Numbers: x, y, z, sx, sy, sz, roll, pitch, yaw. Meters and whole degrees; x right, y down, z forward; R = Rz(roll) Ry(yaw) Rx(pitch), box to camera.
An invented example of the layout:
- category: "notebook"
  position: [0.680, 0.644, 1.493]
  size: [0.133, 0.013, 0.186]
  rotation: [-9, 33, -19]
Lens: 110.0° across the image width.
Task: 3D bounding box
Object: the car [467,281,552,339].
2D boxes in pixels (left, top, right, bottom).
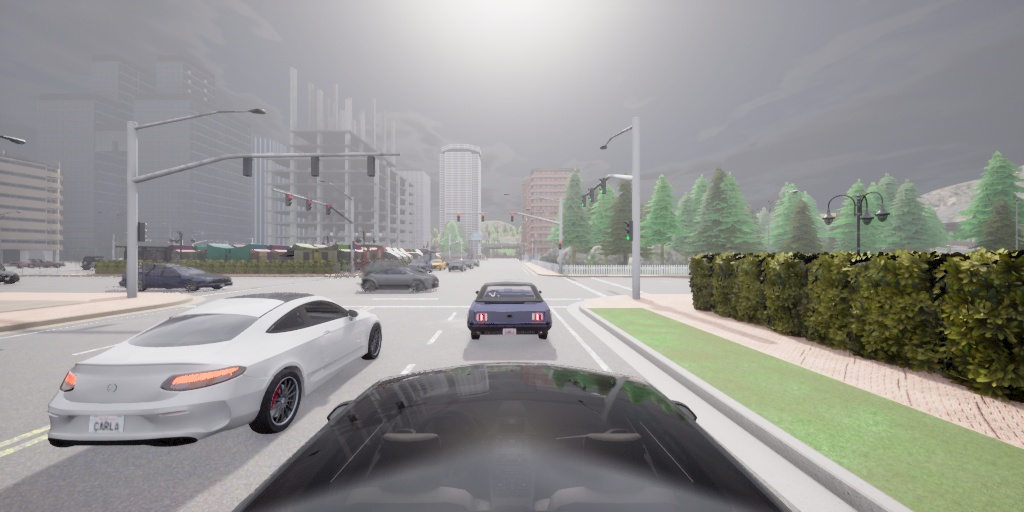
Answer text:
- category: "car"
  position: [-0.092, 1.351, 9.984]
  size: [1.895, 1.301, 4.718]
  rotation: [0, 0, -1]

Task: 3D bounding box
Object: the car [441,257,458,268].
- category: "car"
  position: [-10.549, 1.102, 60.606]
  size: [2.097, 1.767, 4.553]
  rotation: [0, 0, 0]

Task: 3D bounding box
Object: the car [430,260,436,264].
- category: "car"
  position: [-10.727, 1.102, 41.572]
  size: [2.097, 1.767, 4.553]
  rotation: [0, 0, 3]

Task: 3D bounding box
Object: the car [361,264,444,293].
- category: "car"
  position: [-6.294, 1.315, 20.331]
  size: [4.181, 1.385, 1.994]
  rotation: [0, 0, 2]

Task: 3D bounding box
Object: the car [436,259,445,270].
- category: "car"
  position: [-10.582, 1.228, 50.536]
  size: [1.882, 1.535, 5.008]
  rotation: [0, 0, 0]

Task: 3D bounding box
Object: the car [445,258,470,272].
- category: "car"
  position: [-7.090, 1.255, 46.914]
  size: [1.837, 1.490, 4.892]
  rotation: [0, 0, 0]

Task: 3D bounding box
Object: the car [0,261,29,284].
- category: "car"
  position: [-37.011, 1.249, 24.654]
  size: [4.892, 1.490, 1.837]
  rotation: [2, 0, 2]

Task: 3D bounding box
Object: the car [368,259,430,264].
- category: "car"
  position: [-8.948, 1.102, 27.190]
  size: [4.553, 1.767, 2.097]
  rotation: [0, 0, -32]

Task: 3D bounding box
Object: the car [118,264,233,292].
- category: "car"
  position: [-19.304, 1.297, 20.678]
  size: [5.357, 1.411, 2.033]
  rotation: [0, 0, 2]

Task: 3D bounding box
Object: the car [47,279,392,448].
- category: "car"
  position: [-3.507, 1.276, 5.376]
  size: [1.812, 1.442, 4.674]
  rotation: [0, 0, -1]

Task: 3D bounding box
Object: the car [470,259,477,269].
- category: "car"
  position: [-7.070, 1.255, 56.024]
  size: [1.837, 1.490, 4.892]
  rotation: [0, 0, 0]
